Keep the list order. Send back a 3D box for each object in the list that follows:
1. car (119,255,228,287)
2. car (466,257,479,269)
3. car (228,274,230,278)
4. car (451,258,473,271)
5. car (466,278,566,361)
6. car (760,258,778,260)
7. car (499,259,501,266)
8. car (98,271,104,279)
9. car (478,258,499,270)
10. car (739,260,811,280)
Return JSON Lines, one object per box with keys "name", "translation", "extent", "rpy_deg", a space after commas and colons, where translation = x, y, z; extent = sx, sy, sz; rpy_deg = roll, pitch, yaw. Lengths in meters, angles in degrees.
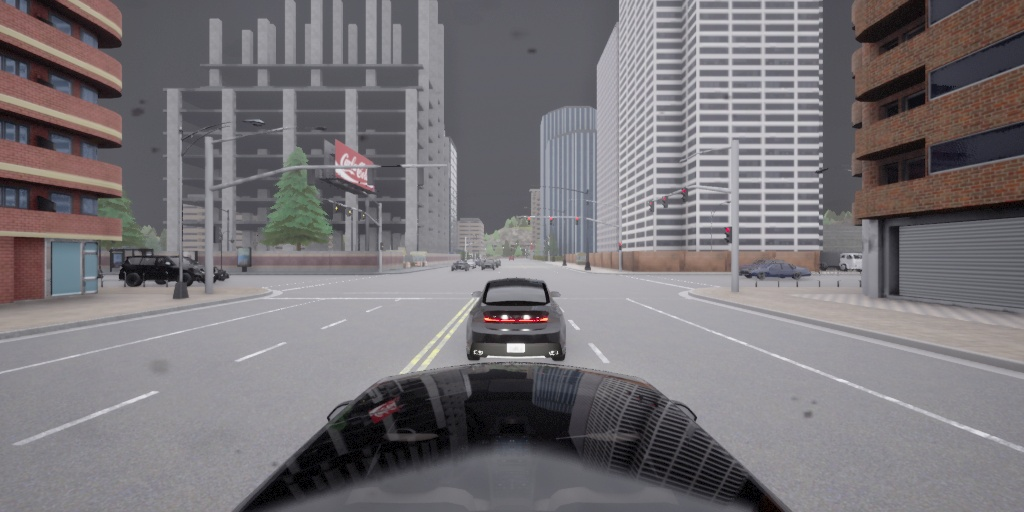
{"name": "car", "translation": [-22.808, 0.970, 24.015], "extent": [5.566, 2.045, 2.150], "rpy_deg": [0, 0, 0]}
{"name": "car", "translation": [-6.807, 1.271, 56.725], "extent": [1.812, 1.442, 4.674], "rpy_deg": [0, 0, 0]}
{"name": "car", "translation": [-24.285, 1.312, 27.515], "extent": [4.181, 1.385, 1.994], "rpy_deg": [0, 0, 0]}
{"name": "car", "translation": [-6.859, 1.310, 47.979], "extent": [1.994, 1.385, 4.181], "rpy_deg": [0, 0, 0]}
{"name": "car", "translation": [0.095, 1.254, 8.268], "extent": [1.837, 1.490, 4.892], "rpy_deg": [0, 0, 1]}
{"name": "car", "translation": [24.300, 1.100, 34.726], "extent": [4.553, 1.767, 2.097], "rpy_deg": [0, 0, 0]}
{"name": "car", "translation": [-3.274, 1.222, 60.977], "extent": [1.882, 1.535, 5.008], "rpy_deg": [0, 0, 1]}
{"name": "car", "translation": [-34.871, 1.295, 27.514], "extent": [5.357, 1.411, 2.033], "rpy_deg": [0, 0, 0]}
{"name": "car", "translation": [-3.339, 1.250, 51.530], "extent": [1.837, 1.490, 4.892], "rpy_deg": [0, 0, 0]}
{"name": "car", "translation": [22.812, 1.295, 31.229], "extent": [5.357, 1.411, 2.033], "rpy_deg": [0, 0, 0]}
